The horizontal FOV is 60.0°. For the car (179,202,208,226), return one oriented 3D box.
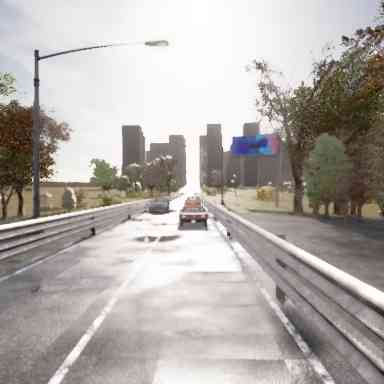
[{"bbox_3d":[0.096,1.592,23.555,1.895,1.301,4.718,0,0,0],"label":"car"}]

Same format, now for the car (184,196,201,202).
[{"bbox_3d":[0.080,1.336,42.106,2.097,1.767,4.553,0,0,0],"label":"car"}]

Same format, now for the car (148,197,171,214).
[{"bbox_3d":[-3.357,1.339,35.400,2.097,1.767,4.553,0,0,0],"label":"car"}]
